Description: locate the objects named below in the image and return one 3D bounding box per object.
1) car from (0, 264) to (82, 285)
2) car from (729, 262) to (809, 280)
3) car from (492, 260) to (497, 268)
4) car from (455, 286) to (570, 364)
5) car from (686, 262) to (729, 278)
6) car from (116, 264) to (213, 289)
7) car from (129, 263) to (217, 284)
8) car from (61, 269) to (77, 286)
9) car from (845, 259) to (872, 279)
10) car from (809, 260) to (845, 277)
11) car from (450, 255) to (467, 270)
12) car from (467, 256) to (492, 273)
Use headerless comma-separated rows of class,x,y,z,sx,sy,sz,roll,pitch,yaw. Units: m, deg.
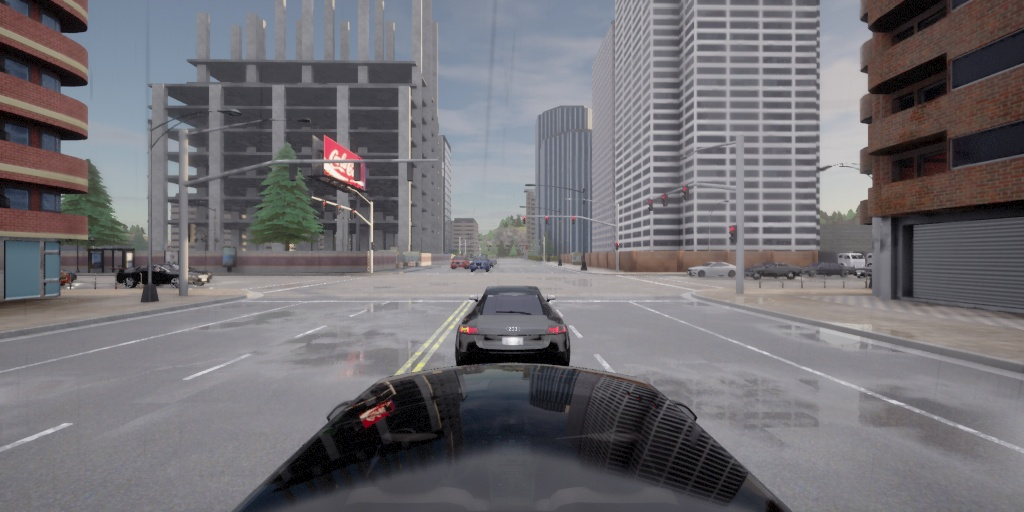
car,-34.601,1.314,26.081,4.181,1.385,1.994,0,0,-1
car,21.845,1.241,30.627,4.902,1.511,2.128,0,0,-1
car,-4.158,1.351,62.957,1.895,1.301,4.718,0,0,0
car,0.009,1.314,7.674,1.994,1.385,4.181,0,0,0
car,19.080,1.276,34.066,4.674,1.442,1.812,0,0,-1
car,-22.017,1.241,22.763,4.902,1.511,2.128,0,0,-1
car,-24.698,1.276,26.246,4.674,1.442,1.812,0,0,-1
car,-31.119,1.102,22.631,4.553,1.767,2.097,0,0,-1
car,32.218,1.241,30.768,4.902,1.511,2.128,0,0,-1
car,29.662,1.297,34.238,5.357,1.411,2.033,0,0,-1
car,-7.582,0.973,52.318,2.150,2.045,5.566,0,0,0
car,-3.984,0.972,44.882,2.150,2.045,5.566,0,0,-2
